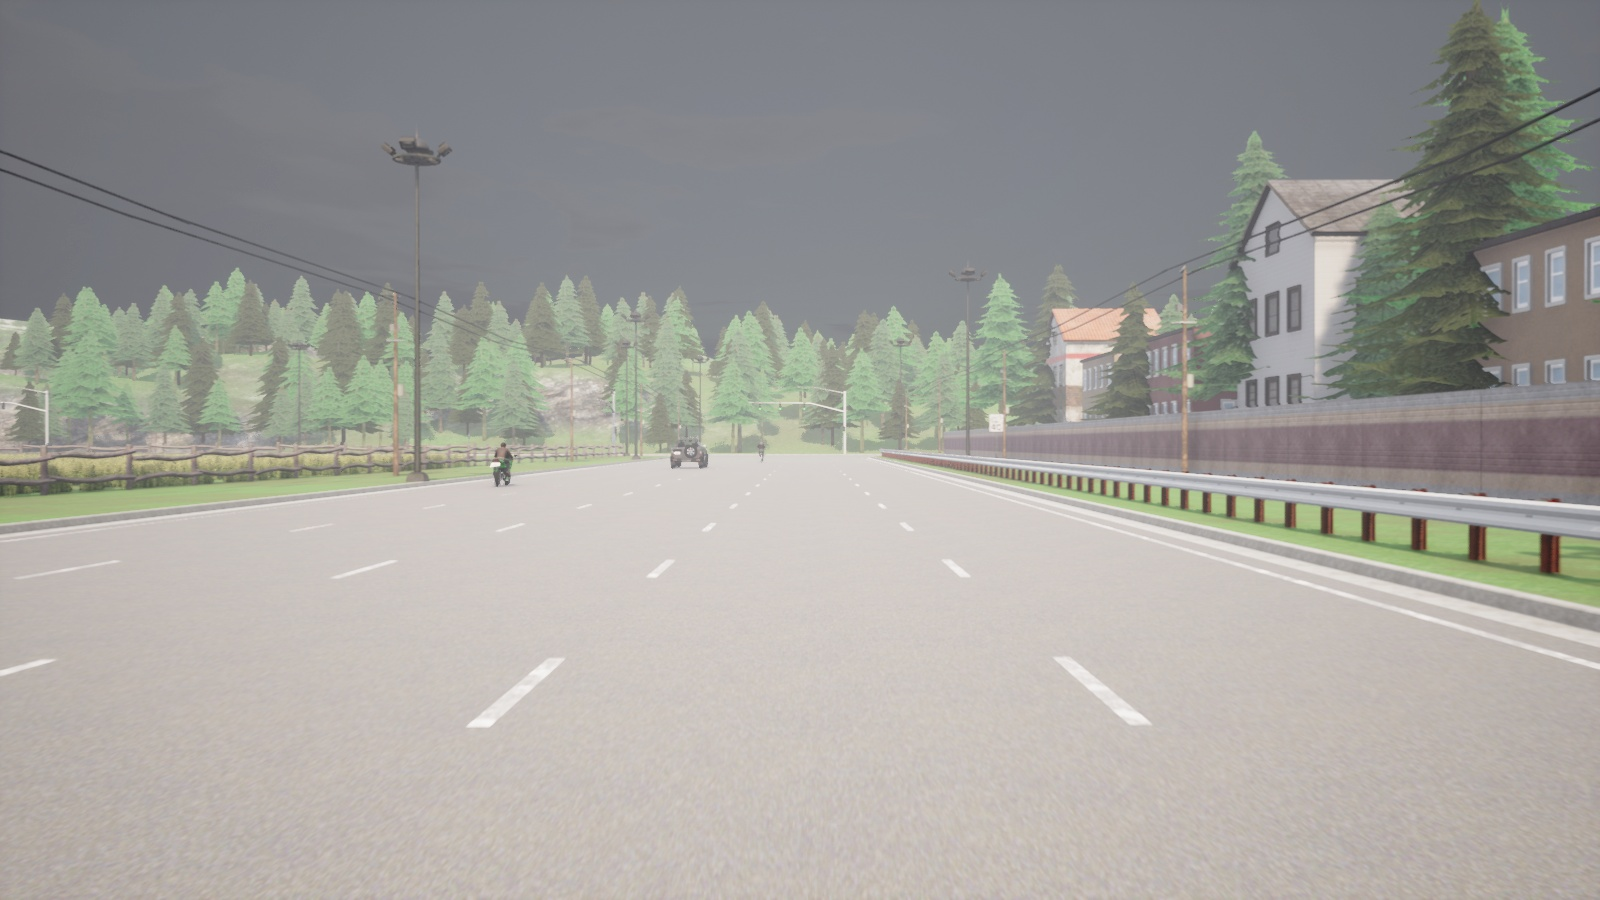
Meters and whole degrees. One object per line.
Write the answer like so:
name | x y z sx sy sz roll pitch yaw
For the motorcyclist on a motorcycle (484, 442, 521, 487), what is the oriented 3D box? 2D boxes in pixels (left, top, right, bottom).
motorcyclist on a motorcycle | -10.238 0.477 43.247 0.797 1.523 2.044 0 0 0

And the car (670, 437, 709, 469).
car | -6.557 0.136 74.916 1.932 1.855 4.605 0 0 0
